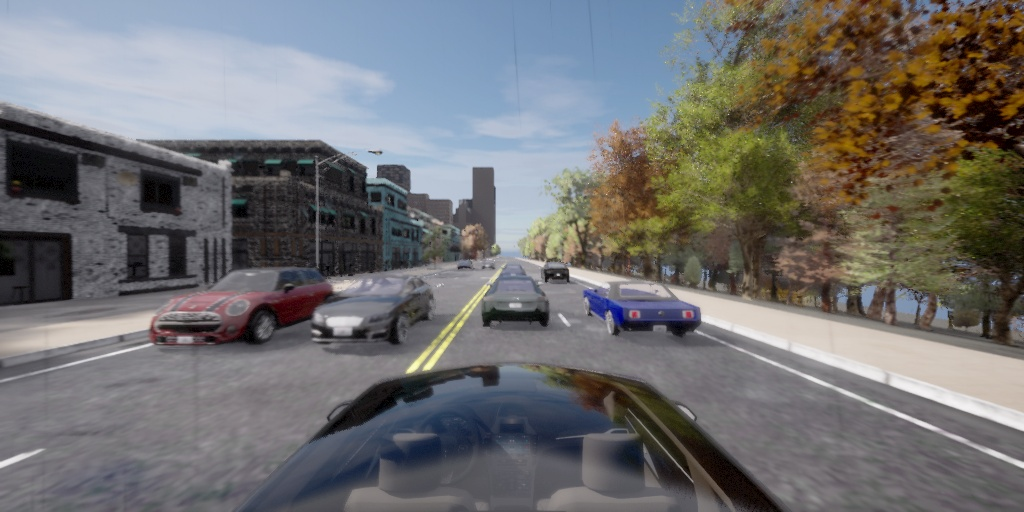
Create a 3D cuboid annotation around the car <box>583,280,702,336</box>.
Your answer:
[{"bbox_3d":[3.350,1.347,10.322,1.895,1.301,4.718,0,0,0],"label":"car"}]

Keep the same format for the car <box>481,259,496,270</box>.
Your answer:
[{"bbox_3d":[-3.327,1.217,51.328,2.128,1.511,4.902,0,0,0],"label":"car"}]

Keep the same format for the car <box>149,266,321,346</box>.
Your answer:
[{"bbox_3d":[-6.600,1.098,9.483,2.097,1.767,4.553,0,0,0],"label":"car"}]

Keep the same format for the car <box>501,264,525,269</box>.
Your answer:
[{"bbox_3d":[0.099,1.302,27.612,1.994,1.385,4.181,0,0,0],"label":"car"}]

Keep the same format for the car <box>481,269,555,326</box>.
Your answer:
[{"bbox_3d":[0.100,1.309,11.721,1.994,1.385,4.181,0,0,0],"label":"car"}]

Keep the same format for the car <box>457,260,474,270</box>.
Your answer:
[{"bbox_3d":[-6.577,1.274,51.191,2.033,1.411,5.357,0,0,0],"label":"car"}]

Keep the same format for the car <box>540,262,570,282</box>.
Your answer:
[{"bbox_3d":[3.349,1.215,28.458,1.882,1.535,5.008,0,0,0],"label":"car"}]

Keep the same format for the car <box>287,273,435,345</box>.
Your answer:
[{"bbox_3d":[-3.352,1.238,9.557,2.128,1.511,4.902,0,0,0],"label":"car"}]
